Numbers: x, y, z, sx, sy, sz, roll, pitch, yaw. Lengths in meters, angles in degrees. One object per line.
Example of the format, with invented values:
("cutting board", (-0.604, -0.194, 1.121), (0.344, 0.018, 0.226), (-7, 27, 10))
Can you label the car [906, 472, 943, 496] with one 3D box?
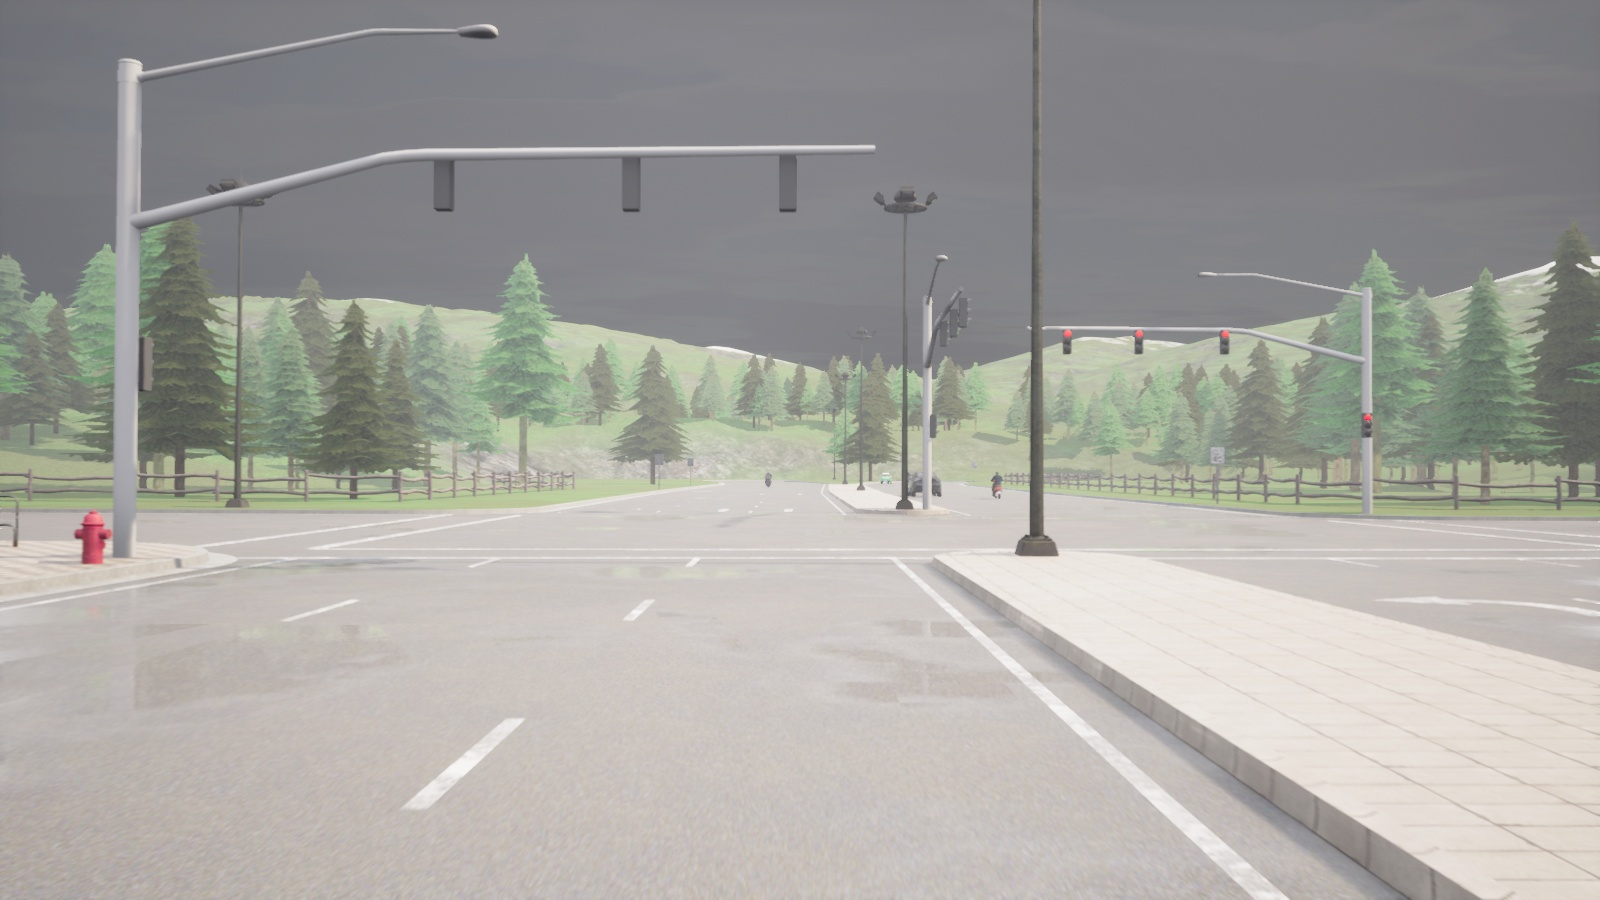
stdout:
("car", (7.793, 2.113, 79.126), (1.837, 1.490, 4.892), (0, -1, 0))
